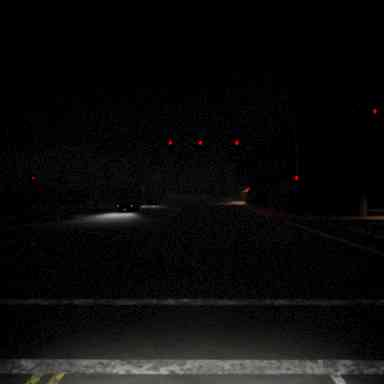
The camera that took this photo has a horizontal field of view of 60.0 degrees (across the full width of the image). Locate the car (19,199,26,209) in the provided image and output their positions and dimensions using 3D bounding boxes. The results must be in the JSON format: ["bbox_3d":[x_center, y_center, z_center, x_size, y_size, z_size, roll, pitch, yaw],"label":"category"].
[{"bbox_3d":[-21.302,1.084,38.058,3.866,1.878,1.905,0,0,0],"label":"car"}]

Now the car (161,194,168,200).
[{"bbox_3d":[-6.109,1.114,69.111,1.882,1.535,5.008,0,0,2],"label":"car"}]

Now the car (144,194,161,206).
[{"bbox_3d":[-6.631,1.375,53.868,1.882,1.535,5.008,0,0,2],"label":"car"}]

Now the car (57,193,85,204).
[{"bbox_3d":[-21.275,1.047,57.681,3.866,1.878,1.905,0,0,0],"label":"car"}]

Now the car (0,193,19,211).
[{"bbox_3d":[-21.366,1.087,35.164,4.605,1.855,1.932,0,0,0],"label":"car"}]

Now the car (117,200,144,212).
[{"bbox_3d":[-7.005,1.529,37.102,1.895,1.301,4.718,0,0,1],"label":"car"}]

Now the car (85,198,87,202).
[{"bbox_3d":[-21.254,1.281,60.577,3.806,1.475,1.970,0,0,0],"label":"car"}]
